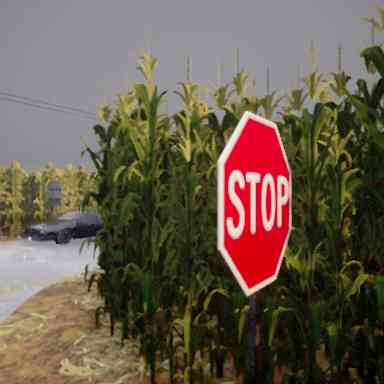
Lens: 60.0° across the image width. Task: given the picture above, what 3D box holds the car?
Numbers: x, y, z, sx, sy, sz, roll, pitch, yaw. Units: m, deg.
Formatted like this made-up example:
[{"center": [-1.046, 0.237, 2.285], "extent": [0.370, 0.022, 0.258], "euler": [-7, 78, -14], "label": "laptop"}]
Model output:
[{"center": [-5.116, 1.531, 15.821], "extent": [2.033, 1.411, 5.357], "euler": [0, 0, 36], "label": "car"}]
